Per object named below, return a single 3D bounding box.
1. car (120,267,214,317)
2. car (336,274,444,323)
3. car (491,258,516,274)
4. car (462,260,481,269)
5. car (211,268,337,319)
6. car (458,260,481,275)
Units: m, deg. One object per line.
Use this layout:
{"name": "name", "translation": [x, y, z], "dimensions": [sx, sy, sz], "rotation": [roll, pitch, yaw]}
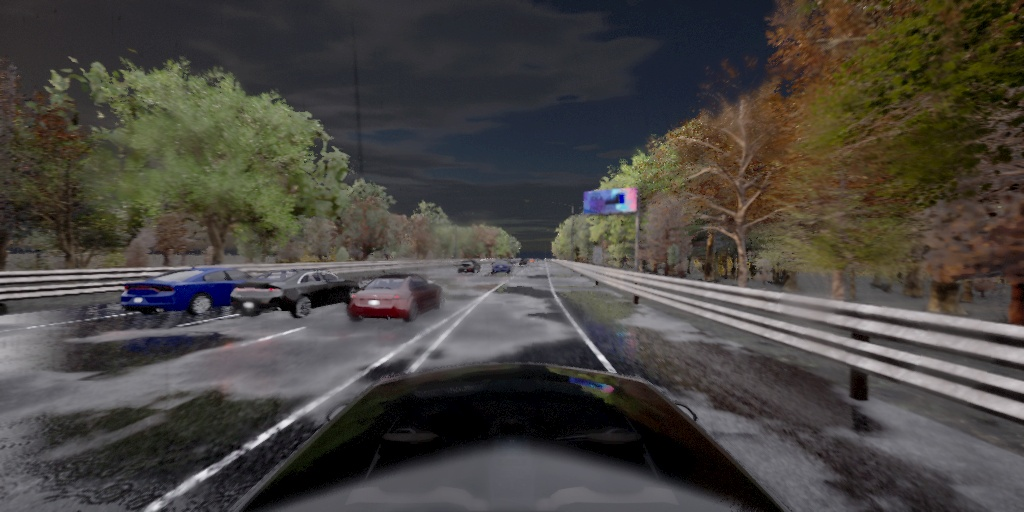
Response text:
{"name": "car", "translation": [-10.674, 1.148, 12.913], "dimensions": [1.882, 1.535, 5.008], "rotation": [1, 0, 5]}
{"name": "car", "translation": [-3.723, 1.296, 12.141], "dimensions": [1.994, 1.385, 4.181], "rotation": [0, 0, 5]}
{"name": "car", "translation": [-1.042, 1.153, 41.677], "dimensions": [2.097, 1.767, 4.553], "rotation": [1, 0, 5]}
{"name": "car", "translation": [-6.557, 1.325, 58.395], "dimensions": [2.033, 1.411, 5.357], "rotation": [1, 0, 5]}
{"name": "car", "translation": [-7.194, 1.193, 12.528], "dimensions": [2.128, 1.511, 4.902], "rotation": [1, 0, 5]}
{"name": "car", "translation": [-4.702, 1.272, 40.096], "dimensions": [1.837, 1.490, 4.892], "rotation": [1, 0, 5]}
